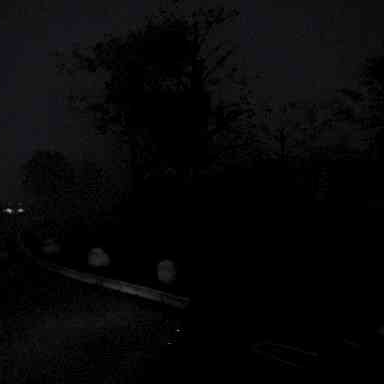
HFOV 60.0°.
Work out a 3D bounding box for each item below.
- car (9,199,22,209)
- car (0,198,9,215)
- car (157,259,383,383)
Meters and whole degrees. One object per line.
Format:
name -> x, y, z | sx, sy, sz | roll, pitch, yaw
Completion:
car -> -30.972, 2.054, 57.817 | 2.097, 1.767, 4.553 | 0, 0, -32
car -> -24.211, 1.721, 39.281 | 2.150, 2.045, 5.566 | 0, -1, -9
car -> 2.313, 1.232, 2.128 | 5.566, 2.045, 2.150 | 0, 0, 37
